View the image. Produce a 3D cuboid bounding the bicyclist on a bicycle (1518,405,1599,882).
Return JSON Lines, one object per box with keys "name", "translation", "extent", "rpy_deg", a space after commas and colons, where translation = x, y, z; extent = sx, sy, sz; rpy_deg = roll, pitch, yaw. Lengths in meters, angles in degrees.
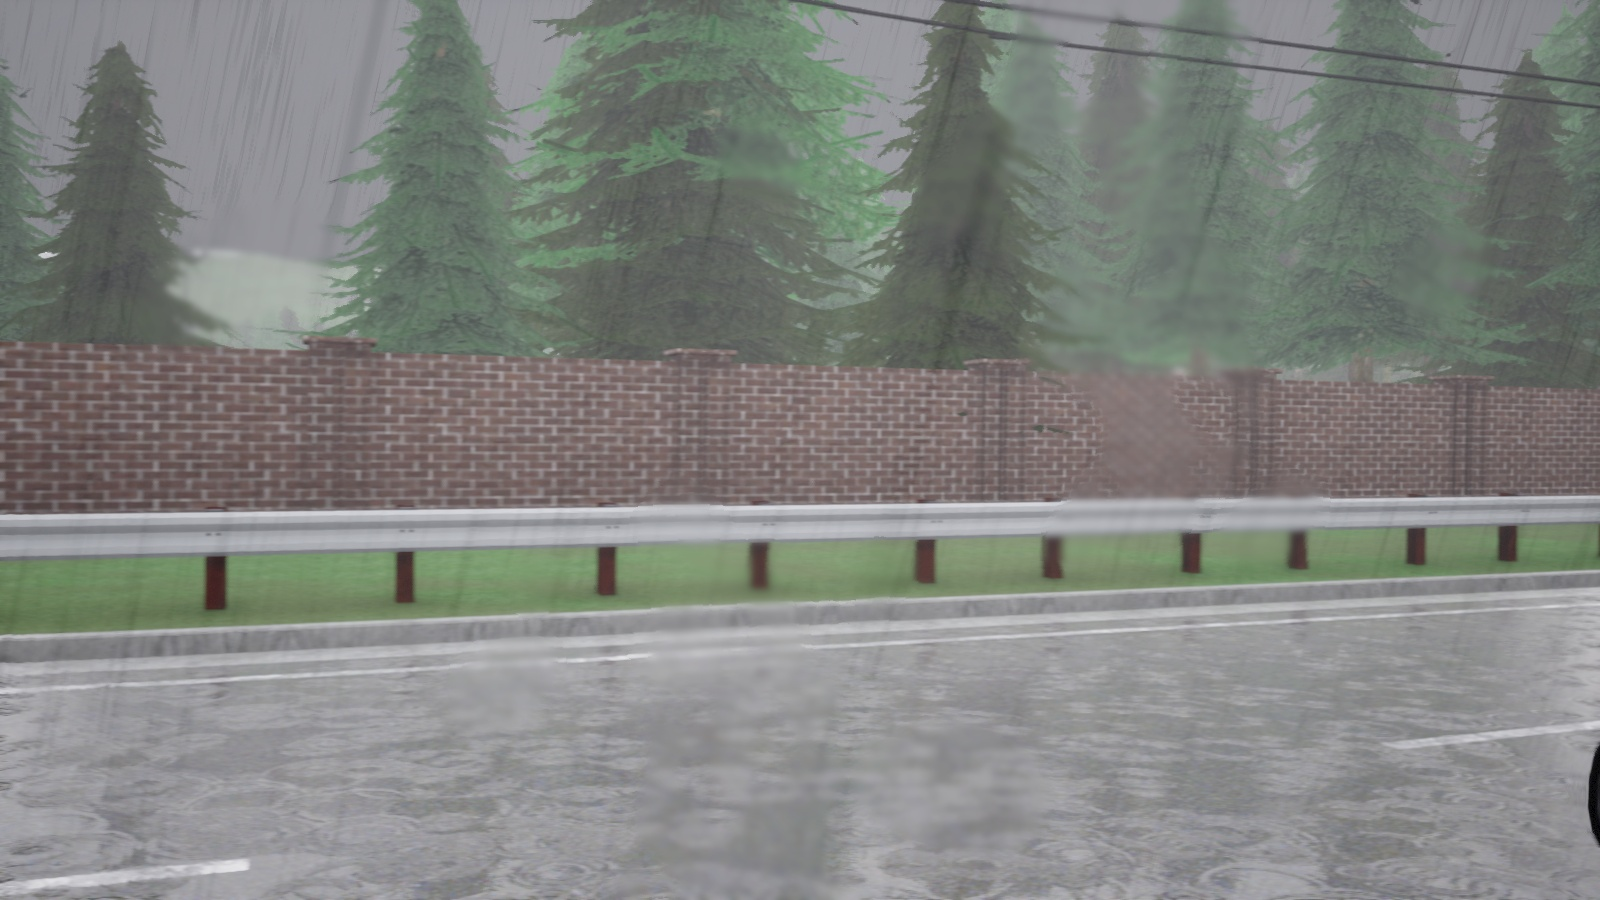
{"name": "bicyclist on a bicycle", "translation": [3.474, 0.639, 4.558], "extent": [1.656, 1.620, 0.582], "rpy_deg": [-1, 1, -21]}
